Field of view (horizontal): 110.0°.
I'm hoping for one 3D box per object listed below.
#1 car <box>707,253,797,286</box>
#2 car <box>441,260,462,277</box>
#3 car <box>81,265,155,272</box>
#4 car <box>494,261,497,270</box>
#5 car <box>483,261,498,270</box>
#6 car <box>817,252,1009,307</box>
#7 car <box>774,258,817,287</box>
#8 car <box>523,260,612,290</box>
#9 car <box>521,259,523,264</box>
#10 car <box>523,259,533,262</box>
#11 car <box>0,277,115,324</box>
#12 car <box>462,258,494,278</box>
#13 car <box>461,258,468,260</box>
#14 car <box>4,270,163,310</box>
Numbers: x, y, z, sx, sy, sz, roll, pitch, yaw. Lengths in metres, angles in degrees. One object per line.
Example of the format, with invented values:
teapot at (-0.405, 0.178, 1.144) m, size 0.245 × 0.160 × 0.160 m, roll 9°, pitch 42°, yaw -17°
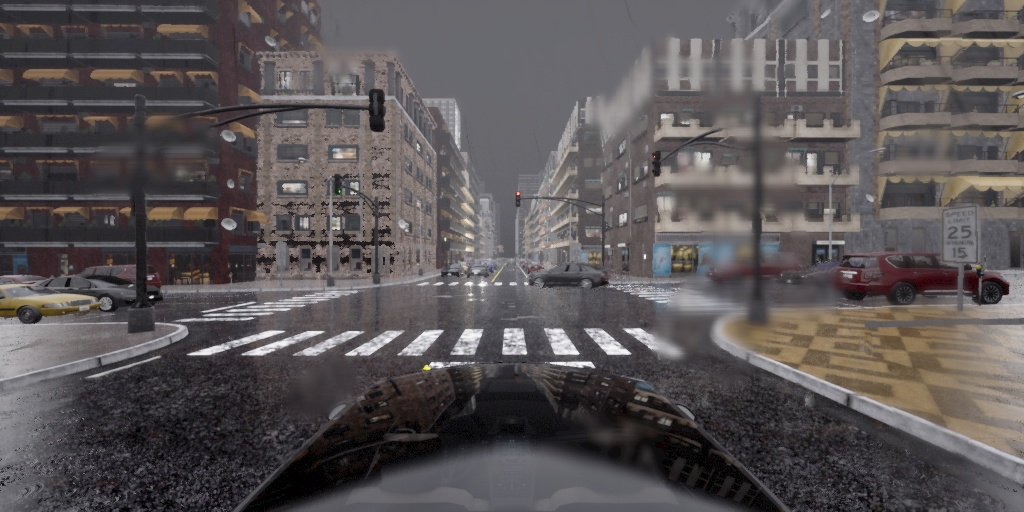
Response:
car at (14.537, 0.759, 21.497) m, size 5.009 × 1.841 × 2.192 m, roll 0°, pitch 0°, yaw -1°
car at (-5.756, 1.322, 35.120) m, size 1.948 × 1.339 × 4.313 m, roll 0°, pitch 0°, yaw 0°
car at (-23.637, 1.462, 21.055) m, size 5.009 × 1.841 × 2.192 m, roll 0°, pitch 0°, yaw -1°
car at (-3.181, 1.237, 43.418) m, size 1.882 × 1.535 × 5.008 m, roll 0°, pitch 0°, yaw 0°
car at (-3.194, 1.365, 53.415) m, size 1.895 × 1.301 × 4.718 m, roll 0°, pitch 0°, yaw 0°
car at (14.688, 0.775, 13.118) m, size 5.009 × 1.841 × 2.192 m, roll 0°, pitch 0°, yaw -1°
car at (17.378, 0.944, 18.937) m, size 5.357 × 1.411 × 2.033 m, roll -1°, pitch 0°, yaw -1°
car at (3.361, 1.191, 21.165) m, size 4.892 × 1.490 × 1.837 m, roll -1°, pitch 1°, yaw 31°
car at (2.602, 1.200, 46.504) m, size 1.967 × 1.591 × 4.097 m, roll 0°, pitch 0°, yaw 0°
car at (2.613, 1.198, 40.822) m, size 1.967 × 1.591 × 4.097 m, roll 0°, pitch 0°, yaw 0°
car at (-17.651, 1.585, 12.771) m, size 4.829 × 1.417 × 1.751 m, roll 0°, pitch 0°, yaw -1°
car at (-3.163, 1.247, 33.996) m, size 2.128 × 1.511 × 4.902 m, roll 0°, pitch 0°, yaw 0°
car at (-5.767, 1.284, 40.633) m, size 1.751 × 1.417 × 4.829 m, roll 0°, pitch 0°, yaw 0°
car at (-17.895, 1.560, 15.355) m, size 4.892 × 1.490 × 1.837 m, roll -1°, pitch 0°, yaw -1°
